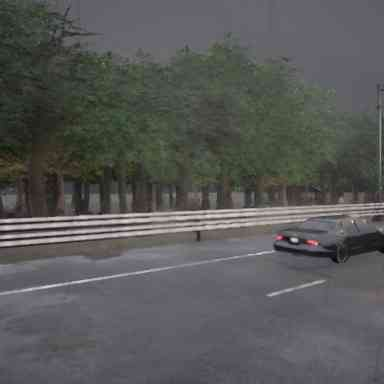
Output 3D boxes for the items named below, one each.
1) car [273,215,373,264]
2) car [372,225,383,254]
[{"bbox_3d":[5.222,1.536,11.776,5.357,1.411,2.033,0,0,-35],"label":"car"},{"bbox_3d":[7.285,1.536,8.949,5.357,1.411,2.033,0,0,-35],"label":"car"}]
